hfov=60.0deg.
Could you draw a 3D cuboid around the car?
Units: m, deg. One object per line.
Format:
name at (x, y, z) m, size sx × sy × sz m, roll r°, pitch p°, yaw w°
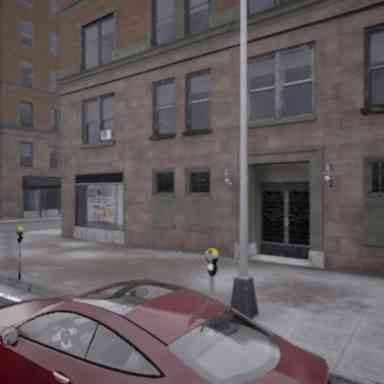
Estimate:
car at (-0.760, 1.582, 3.352) m, size 4.206 × 1.307 × 1.802 m, roll 0°, pitch 0°, yaw 36°
